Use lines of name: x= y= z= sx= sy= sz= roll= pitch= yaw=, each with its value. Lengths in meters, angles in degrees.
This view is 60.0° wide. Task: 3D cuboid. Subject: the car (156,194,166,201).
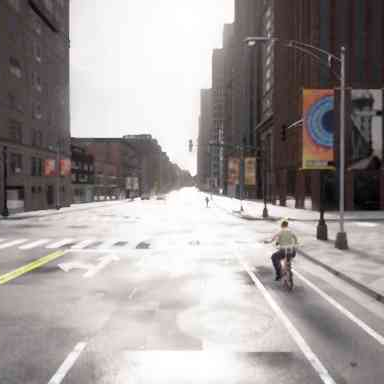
car: x=-6.490 y=1.118 z=70.182 sx=1.882 sy=1.535 sz=5.008 roll=0 pitch=0 yaw=0

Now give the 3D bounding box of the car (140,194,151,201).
car: x=-9.740 y=1.140 z=70.182 sx=1.837 sy=1.490 sz=4.892 roll=0 pitch=0 yaw=0

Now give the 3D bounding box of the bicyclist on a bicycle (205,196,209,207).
bicyclist on a bicycle: x=2.257 y=1.475 z=50.148 sx=0.582 sy=1.620 sz=1.656 roll=0 pitch=0 yaw=0

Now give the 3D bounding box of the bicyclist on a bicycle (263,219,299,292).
bicyclist on a bicycle: x=2.177 y=1.435 z=7.958 sx=0.866 sy=1.612 sz=1.509 roll=0 pitch=0 yaw=1
